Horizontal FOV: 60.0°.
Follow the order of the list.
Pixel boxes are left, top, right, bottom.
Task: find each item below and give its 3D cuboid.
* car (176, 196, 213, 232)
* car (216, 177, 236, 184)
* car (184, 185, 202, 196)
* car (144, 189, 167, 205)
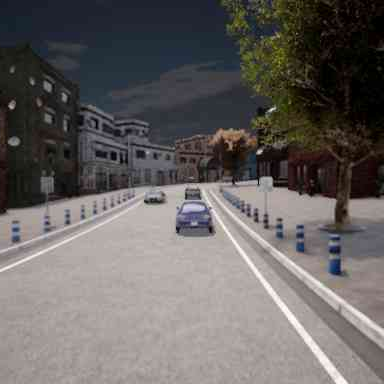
[{"bbox_3d":[0.109,1.209,17.683,1.812,1.442,4.674,0,2,0],"label":"car"},{"bbox_3d":[7.457,-2.624,73.411,4.902,1.511,2.128,-4,4,-36],"label":"car"},{"bbox_3d":[0.092,-0.076,39.554,2.128,1.511,4.902,0,4,0],"label":"car"},{"bbox_3d":[-3.602,0.449,33.076,1.994,1.385,4.181,0,4,0],"label":"car"}]
